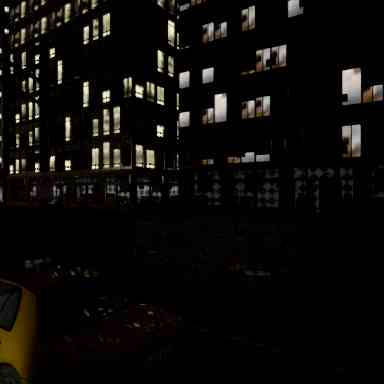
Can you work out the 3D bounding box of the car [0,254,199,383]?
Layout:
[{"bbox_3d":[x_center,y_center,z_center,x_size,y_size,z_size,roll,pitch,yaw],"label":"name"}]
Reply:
[{"bbox_3d":[-2.208,1.525,4.445,4.829,1.417,1.752,0,0,36],"label":"car"}]
